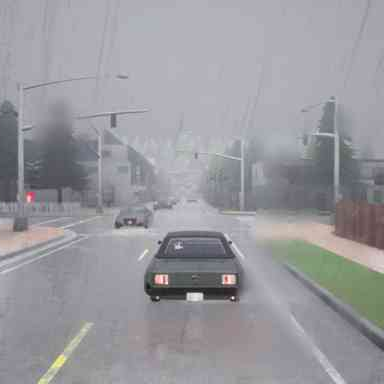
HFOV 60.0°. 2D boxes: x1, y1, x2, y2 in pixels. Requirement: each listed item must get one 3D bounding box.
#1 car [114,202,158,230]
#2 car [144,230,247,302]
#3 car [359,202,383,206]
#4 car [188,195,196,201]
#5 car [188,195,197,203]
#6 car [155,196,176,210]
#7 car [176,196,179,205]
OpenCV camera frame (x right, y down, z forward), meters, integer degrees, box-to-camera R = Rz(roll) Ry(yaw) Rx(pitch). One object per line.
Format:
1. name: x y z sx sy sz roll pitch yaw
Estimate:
1. car: -3.591 1.566 21.225 1.994 1.385 4.181 0 0 0
2. car: 0.072 1.601 8.219 1.895 1.301 4.718 0 0 0
3. car: 15.313 1.582 29.278 4.718 1.301 1.895 0 0 -8
4. car: 0.039 1.478 81.486 1.882 1.535 5.008 0 0 0
5. car: 0.037 1.595 71.450 1.895 1.301 4.718 0 0 0
6. car: -3.578 1.353 42.075 2.097 1.767 4.553 0 0 0
7. car: -3.562 1.526 55.609 1.812 1.442 4.674 0 0 0
